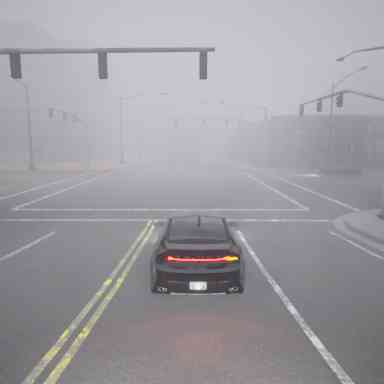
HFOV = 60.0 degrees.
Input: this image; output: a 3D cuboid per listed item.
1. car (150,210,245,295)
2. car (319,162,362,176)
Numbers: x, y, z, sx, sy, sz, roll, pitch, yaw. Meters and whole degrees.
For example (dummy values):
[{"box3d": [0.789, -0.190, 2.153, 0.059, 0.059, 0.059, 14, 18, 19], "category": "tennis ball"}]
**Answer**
[{"box3d": [0.111, 1.197, 8.109, 1.837, 1.490, 4.892, 0, 4, 0], "category": "car"}, {"box3d": [15.864, -2.459, 35.631, 4.181, 1.385, 1.994, 0, 8, 0], "category": "car"}]
